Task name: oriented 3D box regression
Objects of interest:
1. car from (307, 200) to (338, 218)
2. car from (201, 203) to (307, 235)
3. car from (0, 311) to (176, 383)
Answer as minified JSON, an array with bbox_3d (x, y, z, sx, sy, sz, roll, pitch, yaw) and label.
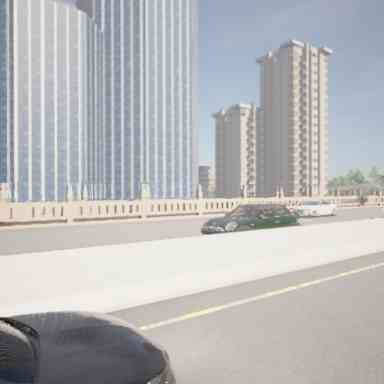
[{"bbox_3d":[10.825,1.419,28.908,4.674,1.442,1.812,0,0,-35],"label":"car"},{"bbox_3d":[2.569,1.308,14.424,4.553,1.767,2.097,0,0,-35],"label":"car"},{"bbox_3d":[-2.370,1.508,2.050,4.892,1.490,1.837,0,0,-36],"label":"car"}]
